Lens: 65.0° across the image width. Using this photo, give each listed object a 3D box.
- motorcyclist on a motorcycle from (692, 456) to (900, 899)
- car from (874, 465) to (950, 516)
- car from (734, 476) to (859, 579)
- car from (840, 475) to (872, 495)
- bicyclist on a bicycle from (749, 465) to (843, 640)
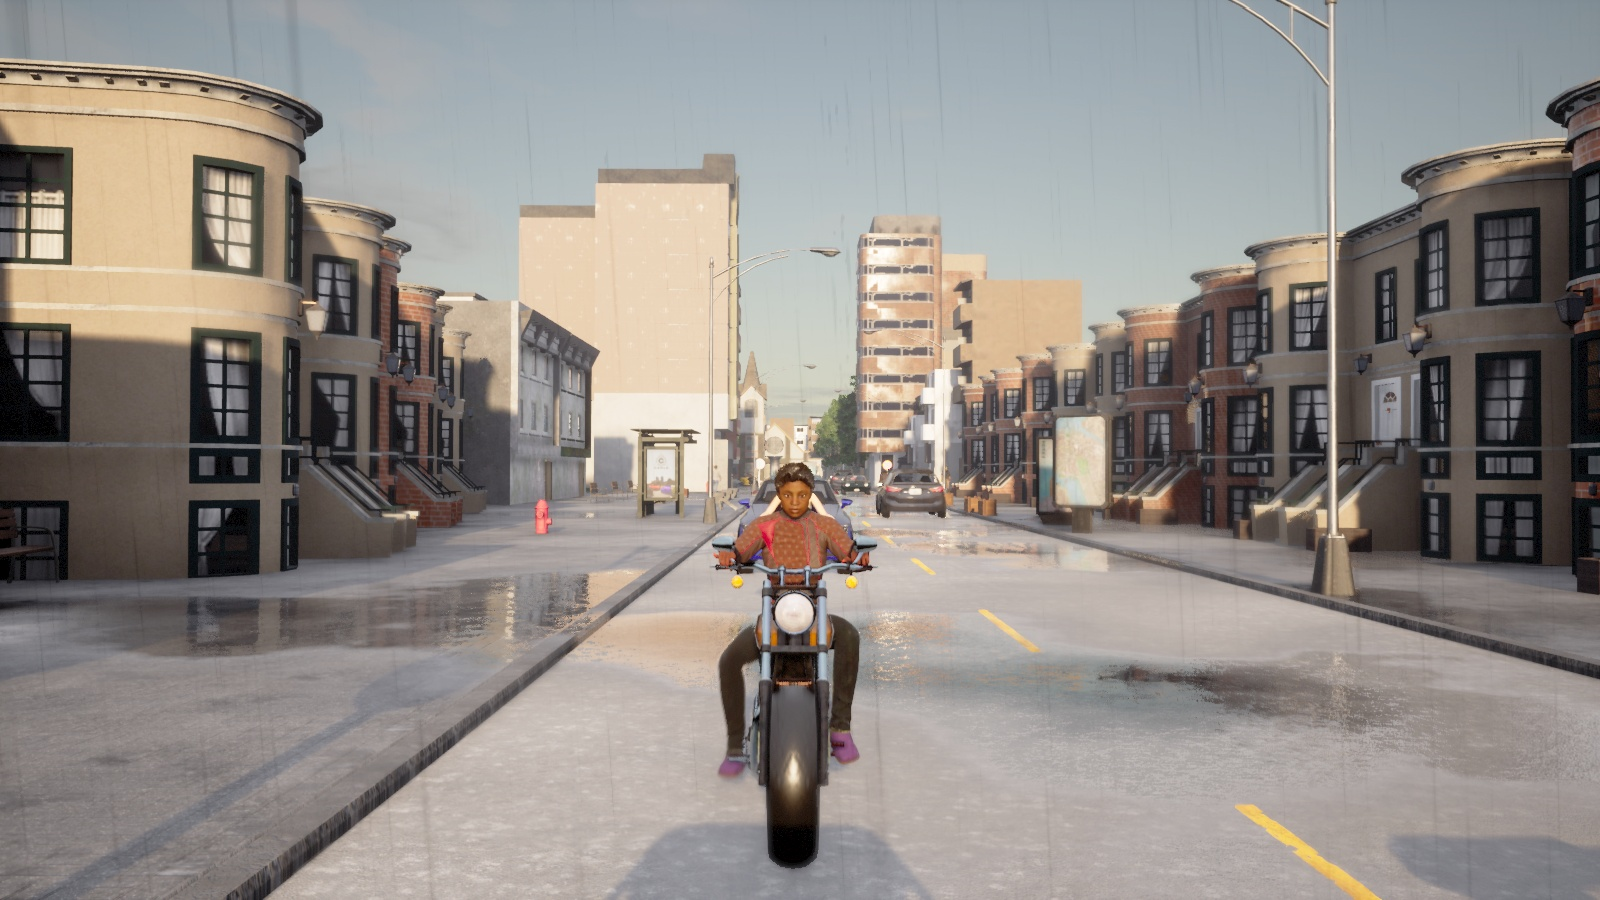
[{"bbox_3d":[-0.020,0.863,5.844,0.766,1.649,2.350,0,-1,0],"label":"motorcyclist on a motorcycle"},{"bbox_3d":[3.857,1.383,44.155,2.242,1.667,4.611,0,-1,0],"label":"car"},{"bbox_3d":[-0.067,1.170,20.390,1.816,1.474,4.193,0,-1,0],"label":"car"},{"bbox_3d":[3.699,2.301,83.641,1.895,1.301,4.718,0,-1,0],"label":"car"},{"bbox_3d":[-0.035,0.960,12.445,0.866,1.612,1.509,0,0,0],"label":"bicyclist on a bicycle"}]
